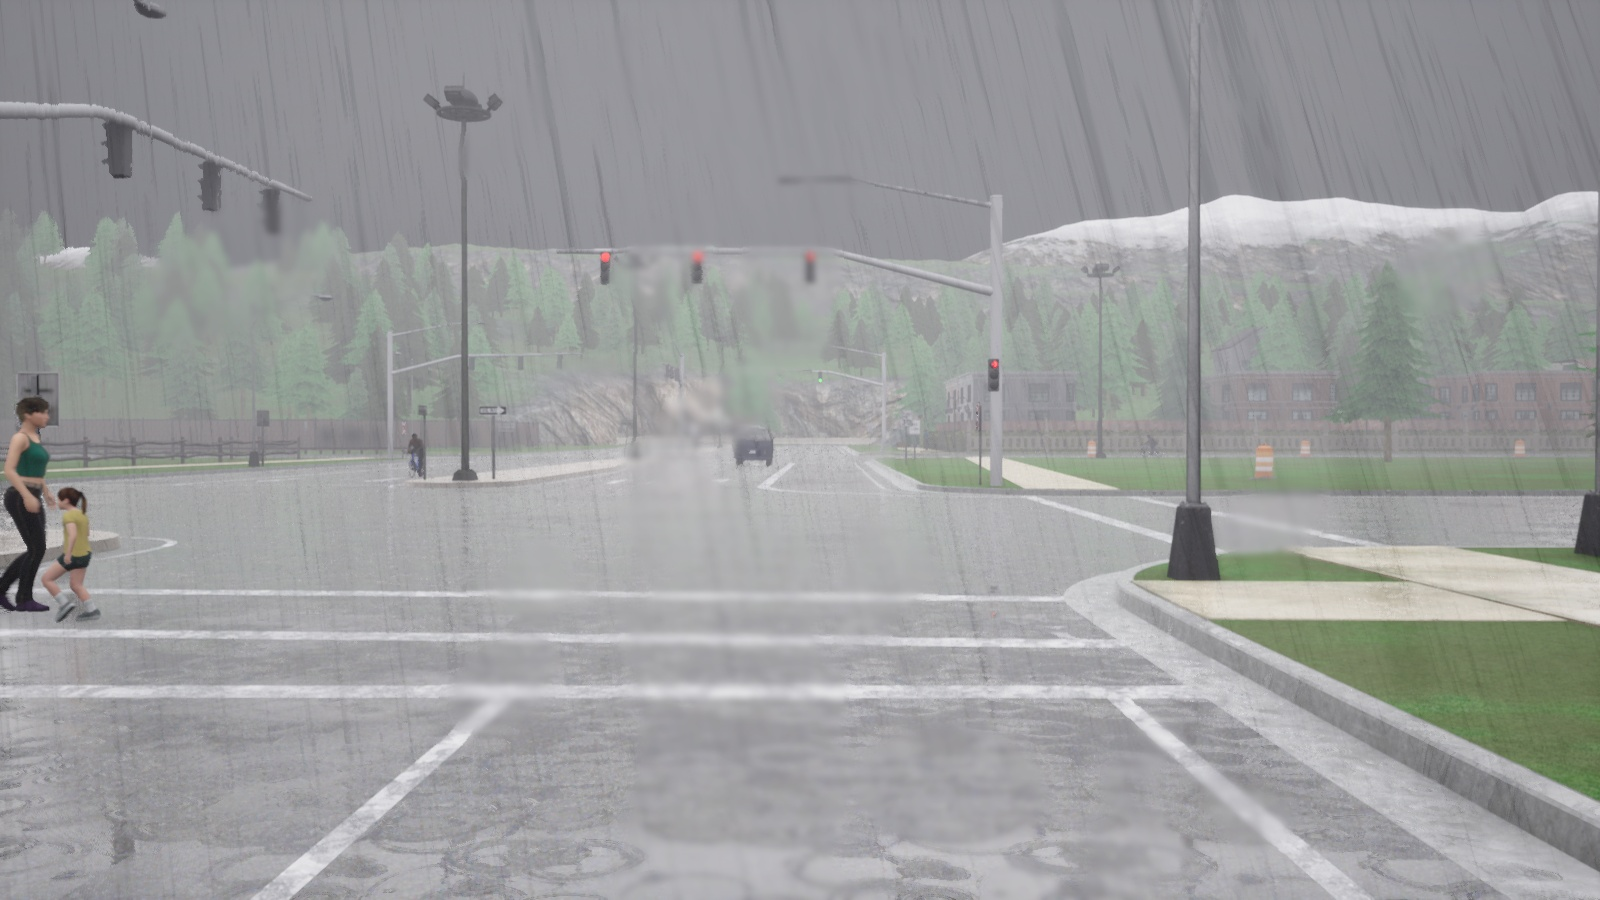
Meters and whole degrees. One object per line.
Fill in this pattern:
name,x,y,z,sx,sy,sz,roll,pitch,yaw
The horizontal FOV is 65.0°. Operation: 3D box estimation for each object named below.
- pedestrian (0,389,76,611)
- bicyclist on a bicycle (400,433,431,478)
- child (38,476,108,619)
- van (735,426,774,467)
pedestrian,-6.487,0.414,10.584,0.594,1.836,0.345,0,1,-15
bicyclist on a bicycle,-14.167,0.183,46.276,0.582,1.620,1.656,0,1,1
child,-5.734,0.761,9.912,0.394,1.110,0.255,0,1,-2
van,-2.287,-0.204,64.398,1.775,1.987,4.442,0,1,1
